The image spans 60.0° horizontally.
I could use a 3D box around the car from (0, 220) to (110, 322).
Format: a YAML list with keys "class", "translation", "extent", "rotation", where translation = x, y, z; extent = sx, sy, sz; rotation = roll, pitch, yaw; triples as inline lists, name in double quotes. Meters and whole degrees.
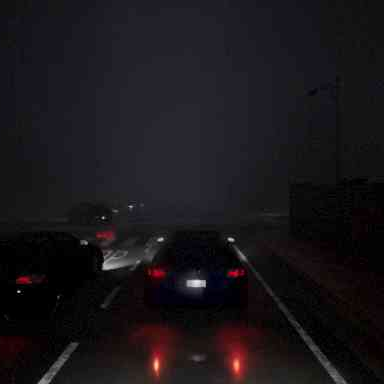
- class: "car"
  translation: [-3.389, 1.564, 7.362]
  extent: [1.994, 1.385, 4.181]
  rotation: [0, 0, 0]

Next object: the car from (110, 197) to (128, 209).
- class: "car"
  translation: [-10.494, 1.478, 45.578]
  extent: [1.882, 1.535, 5.008]
  rotation: [0, 0, 0]

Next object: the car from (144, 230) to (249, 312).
- class: "car"
  translation: [0.092, 1.564, 7.799]
  extent: [1.994, 1.385, 4.181]
  rotation: [0, 0, 0]

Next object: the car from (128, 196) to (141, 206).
- class: "car"
  translation: [-10.465, 1.548, 56.146]
  extent: [2.033, 1.411, 5.357]
  rotation: [0, 0, 0]

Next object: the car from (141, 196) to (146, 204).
- class: "car"
  translation: [-10.383, 1.503, 66.322]
  extent: [1.837, 1.490, 4.892]
  rotation: [0, 0, 1]

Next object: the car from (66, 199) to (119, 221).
- class: "car"
  translation: [-7.479, 1.466, 24.007]
  extent: [1.837, 1.490, 4.892]
  rotation: [2, -1, -40]
